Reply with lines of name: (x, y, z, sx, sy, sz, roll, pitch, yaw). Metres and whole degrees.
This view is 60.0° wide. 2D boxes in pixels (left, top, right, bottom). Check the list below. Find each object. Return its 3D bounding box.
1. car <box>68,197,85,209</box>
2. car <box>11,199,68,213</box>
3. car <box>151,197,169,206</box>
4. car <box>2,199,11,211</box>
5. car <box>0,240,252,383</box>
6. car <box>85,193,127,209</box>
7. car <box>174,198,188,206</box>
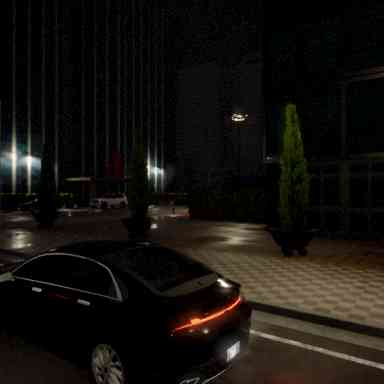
car: (-15.373, 1.505, 45.990, 1.837, 1.490, 4.892, 0, 0, 35)
car: (-17.077, 1.491, 37.484, 2.128, 1.511, 4.902, 0, 0, 35)
car: (-5.549, 1.564, 53.853, 1.994, 1.385, 4.181, 0, 0, 35)
car: (-21.024, 1.547, 37.948, 2.033, 1.411, 5.357, 0, 0, 35)
car: (-1.513, 1.505, 5.085, 4.892, 1.490, 1.837, 0, 0, 36)
car: (-11.355, 1.221, 45.619, 2.150, 2.045, 5.566, 0, 0, 35)
car: (-0.825, 1.601, 54.174, 1.895, 1.301, 4.718, 0, 0, 35)
